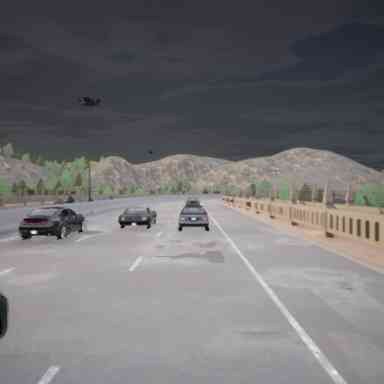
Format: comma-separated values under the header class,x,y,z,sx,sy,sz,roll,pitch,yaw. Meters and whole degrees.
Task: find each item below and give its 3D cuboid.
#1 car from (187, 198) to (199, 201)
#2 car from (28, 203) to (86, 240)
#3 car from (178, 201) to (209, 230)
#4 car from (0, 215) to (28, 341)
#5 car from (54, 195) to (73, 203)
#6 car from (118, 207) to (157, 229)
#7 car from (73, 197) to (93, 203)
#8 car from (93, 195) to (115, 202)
class,x,y,z,sx,sy,sz,roll,pitch,yaw
car,0.100,1.507,42.659,1.837,1.490,4.892,0,0,0
car,-6.898,1.506,16.925,1.837,1.490,4.892,0,0,0
car,0.100,1.548,20.939,2.033,1.411,5.357,0,0,0
car,-3.400,1.222,1.865,2.150,2.045,5.566,0,0,0
car,-21.001,1.367,55.100,2.097,1.767,4.553,0,0,0
car,-3.402,1.602,21.749,1.895,1.301,4.718,0,0,0
car,-17.501,1.589,55.070,1.994,1.385,4.181,0,0,0
car,-14.001,1.362,54.223,2.097,1.767,4.553,0,0,0
